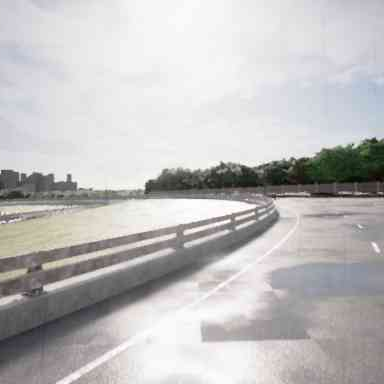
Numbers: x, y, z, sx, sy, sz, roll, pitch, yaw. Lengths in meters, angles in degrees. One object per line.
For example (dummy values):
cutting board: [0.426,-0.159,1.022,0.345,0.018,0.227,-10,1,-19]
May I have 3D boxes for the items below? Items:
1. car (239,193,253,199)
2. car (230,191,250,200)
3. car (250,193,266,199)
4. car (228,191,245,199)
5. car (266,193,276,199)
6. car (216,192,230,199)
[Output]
car: [15.044,1.095,92.360,1.994,1.385,4.181,-2,0,-22]
car: [11.464,1.006,80.061,2.097,1.767,4.553,-2,0,-14]
car: [15.147,1.142,79.685,1.895,1.301,4.718,-2,0,-14]
car: [12.070,0.850,90.266,2.150,2.045,5.566,-2,0,-19]
car: [18.516,0.951,80.655,1.837,1.490,4.892,-2,0,-14]
car: [8.592,1.266,89.649,2.033,1.411,5.357,-2,0,-19]
